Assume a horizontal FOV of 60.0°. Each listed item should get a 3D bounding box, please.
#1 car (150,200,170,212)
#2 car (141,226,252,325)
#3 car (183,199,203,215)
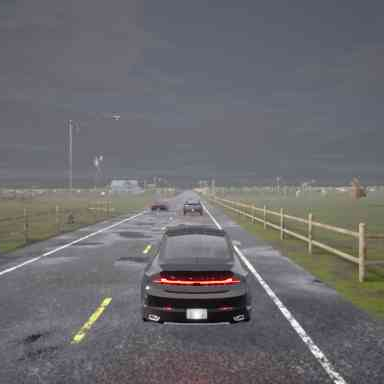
[{"bbox_3d":[-3.580,1.579,37.723,1.895,1.301,4.718,0,0,0],"label":"car"},{"bbox_3d":[0.077,1.504,7.210,1.837,1.490,4.892,0,0,0],"label":"car"},{"bbox_3d":[0.095,1.475,33.196,2.128,1.511,4.902,0,0,0],"label":"car"}]
